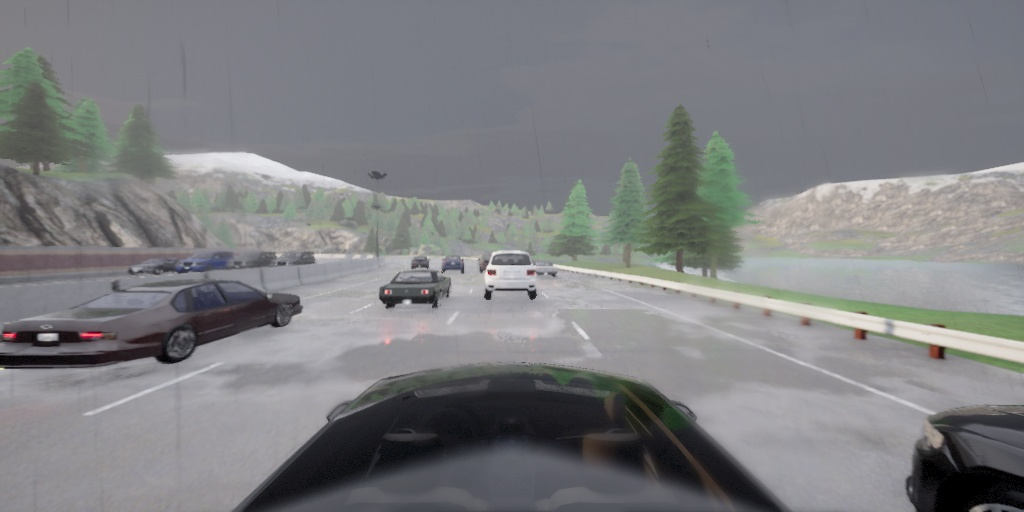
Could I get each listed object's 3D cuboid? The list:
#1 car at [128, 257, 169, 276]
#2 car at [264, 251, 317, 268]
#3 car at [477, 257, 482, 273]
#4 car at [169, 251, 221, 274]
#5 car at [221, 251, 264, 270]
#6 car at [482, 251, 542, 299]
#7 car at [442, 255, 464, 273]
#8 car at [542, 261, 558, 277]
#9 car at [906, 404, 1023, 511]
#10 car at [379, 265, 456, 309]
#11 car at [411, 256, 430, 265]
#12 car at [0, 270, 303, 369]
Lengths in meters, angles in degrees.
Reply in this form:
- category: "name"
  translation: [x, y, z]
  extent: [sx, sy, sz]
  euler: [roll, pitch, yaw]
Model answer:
- category: "car"
  translation: [-30.126, 0.876, 30.740]
  extent: [2.128, 1.511, 4.902]
  euler: [0, 1, -10]
- category: "car"
  translation: [-19.810, 0.581, 32.767]
  extent: [2.150, 2.045, 5.566]
  euler: [0, 1, -10]
- category: "car"
  translation: [-2.295, 0.679, 35.475]
  extent: [2.097, 1.767, 4.553]
  euler: [0, 1, -9]
- category: "car"
  translation: [-26.725, 0.597, 31.680]
  extent: [2.150, 2.045, 5.566]
  euler: [0, 0, -10]
- category: "car"
  translation: [-23.335, 0.586, 32.593]
  extent: [2.150, 2.045, 5.566]
  euler: [0, 0, -10]
- category: "car"
  translation: [-0.168, 0.782, 16.924]
  extent: [2.150, 2.045, 5.566]
  euler: [0, 1, -3]
- category: "car"
  translation: [-5.822, 0.680, 35.372]
  extent: [2.097, 1.767, 4.553]
  euler: [0, 1, -9]
- category: "car"
  translation: [2.230, 1.010, 28.996]
  extent: [1.895, 1.301, 4.718]
  euler: [0, 1, -8]
- category: "car"
  translation: [3.600, 1.260, 0.367]
  extent: [2.128, 1.511, 4.902]
  euler: [0, 1, 0]
- category: "car"
  translation: [-3.551, 1.196, 14.066]
  extent: [1.895, 1.301, 4.718]
  euler: [0, 1, -2]
- category: "car"
  translation: [-10.304, 0.773, 40.283]
  extent: [1.837, 1.490, 4.892]
  euler: [1, 1, -13]
- category: "car"
  translation: [-6.917, 1.220, 7.842]
  extent: [2.033, 1.411, 5.357]
  euler: [0, 1, -1]
